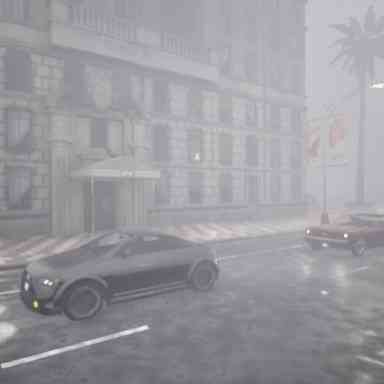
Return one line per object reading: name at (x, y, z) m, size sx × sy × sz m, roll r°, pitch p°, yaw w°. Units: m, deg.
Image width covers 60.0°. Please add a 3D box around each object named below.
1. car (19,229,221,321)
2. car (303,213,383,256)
car at (-1.409, 1.542, 7.270) m, size 4.181 × 1.385 × 1.994 m, roll 0°, pitch 0°, yaw -35°
car at (6.416, 1.508, 12.797) m, size 4.718 × 1.301 × 1.895 m, roll -1°, pitch 0°, yaw -35°
